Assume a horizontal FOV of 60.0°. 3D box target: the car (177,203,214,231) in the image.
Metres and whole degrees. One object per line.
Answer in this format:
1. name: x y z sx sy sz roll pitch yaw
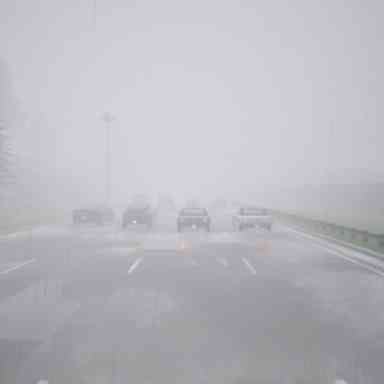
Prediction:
1. car: 0.101 1.601 20.650 1.895 1.301 4.718 0 0 0

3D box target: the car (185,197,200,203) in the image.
1. car: 0.041 1.508 44.849 1.837 1.490 4.892 0 0 1

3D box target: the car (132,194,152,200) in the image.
1. car: -6.945 1.226 46.261 2.150 2.045 5.566 0 0 1

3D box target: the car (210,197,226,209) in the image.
1. car: 3.542 1.508 44.852 1.837 1.490 4.892 0 0 1

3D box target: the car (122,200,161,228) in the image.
1. car: -3.400 1.506 22.209 1.837 1.490 4.892 0 0 0

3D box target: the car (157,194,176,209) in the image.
1. car: -3.461 1.225 44.864 2.150 2.045 5.566 0 0 1

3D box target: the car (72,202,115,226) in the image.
1. car: -6.898 1.479 23.751 1.882 1.535 5.008 0 0 0

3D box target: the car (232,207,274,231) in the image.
1. car: 3.601 1.601 20.659 1.895 1.301 4.718 0 0 0
